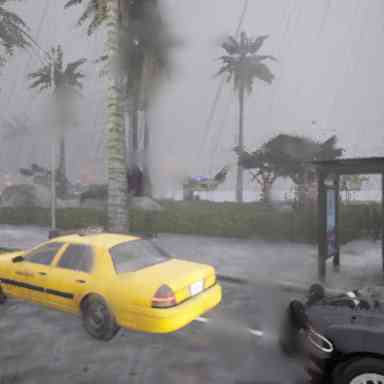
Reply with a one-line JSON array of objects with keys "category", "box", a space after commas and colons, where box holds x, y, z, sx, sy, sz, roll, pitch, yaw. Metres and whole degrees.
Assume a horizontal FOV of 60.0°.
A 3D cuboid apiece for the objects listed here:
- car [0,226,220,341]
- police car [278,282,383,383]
[{"category": "car", "box": [-2.126, 1.442, 6.402, 5.366, 1.575, 1.801, 0, 0, 31]}, {"category": "police car", "box": [3.398, 1.400, 2.779, 5.238, 1.638, 1.930, 0, 0, 36]}]
